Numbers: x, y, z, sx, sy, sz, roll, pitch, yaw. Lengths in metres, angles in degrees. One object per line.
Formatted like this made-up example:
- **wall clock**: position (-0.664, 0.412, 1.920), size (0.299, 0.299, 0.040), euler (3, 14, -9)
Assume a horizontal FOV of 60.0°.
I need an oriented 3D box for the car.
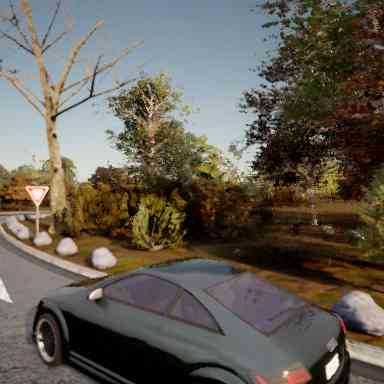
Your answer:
- **car**: position (-0.286, 1.571, 4.303), size (4.181, 1.385, 1.994), euler (0, 0, 38)
